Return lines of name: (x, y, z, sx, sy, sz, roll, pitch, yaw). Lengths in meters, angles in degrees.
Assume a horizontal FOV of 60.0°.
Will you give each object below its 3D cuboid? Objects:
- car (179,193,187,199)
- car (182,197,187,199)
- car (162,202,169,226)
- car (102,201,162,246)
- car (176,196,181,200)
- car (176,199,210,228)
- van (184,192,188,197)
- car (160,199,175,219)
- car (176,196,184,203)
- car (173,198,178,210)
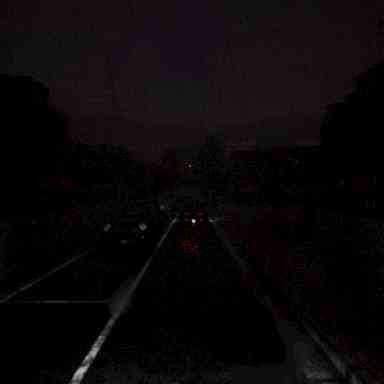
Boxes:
car: (-2.670, 1.491, 68.917, 1.967, 1.590, 4.097, -2, 0, 0)
car: (0.095, 1.580, 39.583, 1.895, 1.301, 4.718, 0, 0, 0)
car: (-2.657, 1.549, 20.345, 1.802, 1.307, 4.206, -1, 0, 0)
car: (-2.662, 1.410, 14.902, 1.967, 1.590, 4.097, -2, 0, 0)
car: (-2.662, 1.565, 42.140, 1.802, 1.307, 4.206, -2, 0, 0)
car: (0.099, 1.472, 22.138, 1.837, 1.490, 4.892, 0, 0, 0)
van: (-2.669, 1.388, 91.073, 1.690, 1.788, 3.998, -1, 0, 0)
car: (-2.661, 1.518, 25.796, 2.008, 1.369, 4.403, -2, 0, 0)
car: (-2.667, 1.589, 74.284, 1.752, 1.417, 4.829, -2, 0, 0)
car: (-2.662, 1.521, 31.245, 2.008, 1.369, 4.403, -2, 0, 0)
